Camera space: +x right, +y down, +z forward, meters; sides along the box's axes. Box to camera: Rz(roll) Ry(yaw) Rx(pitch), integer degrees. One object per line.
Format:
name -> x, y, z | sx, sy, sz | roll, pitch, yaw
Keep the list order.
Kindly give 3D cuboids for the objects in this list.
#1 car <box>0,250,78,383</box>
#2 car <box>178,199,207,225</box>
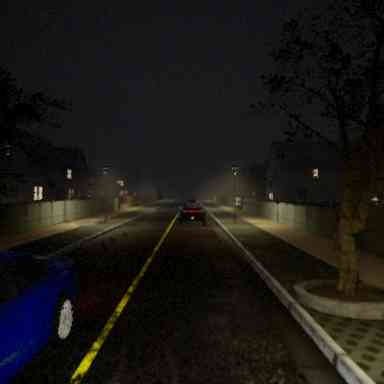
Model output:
car -> -2.829, 1.473, 3.544 | 1.882, 1.535, 5.008 | 0, 0, 0
car -> 0.045, 1.494, 24.141 | 2.128, 1.511, 4.902 | 0, 0, 0
